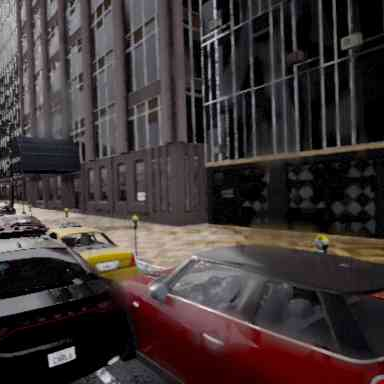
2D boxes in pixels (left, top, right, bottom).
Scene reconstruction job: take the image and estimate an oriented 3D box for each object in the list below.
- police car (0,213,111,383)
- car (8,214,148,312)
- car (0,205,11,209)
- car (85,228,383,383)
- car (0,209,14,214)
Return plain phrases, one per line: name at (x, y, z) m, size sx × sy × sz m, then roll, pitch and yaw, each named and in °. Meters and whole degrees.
police car at (-2.904, 1.389, 5.204) m, size 1.930 × 1.638 × 5.238 m, roll -2°, pitch 1°, yaw -40°
car at (-3.146, 1.436, 8.373) m, size 1.752 × 1.417 × 4.829 m, roll -1°, pitch 1°, yaw -39°
car at (-10.216, 1.365, 16.971) m, size 1.967 × 1.590 × 4.097 m, roll -1°, pitch 1°, yaw -39°
car at (0.550, 1.342, 3.876) m, size 1.967 × 1.590 × 4.097 m, roll -1°, pitch 1°, yaw -39°
car at (-6.626, 1.500, 12.608) m, size 1.802 × 1.307 × 4.206 m, roll -1°, pitch 1°, yaw -39°
